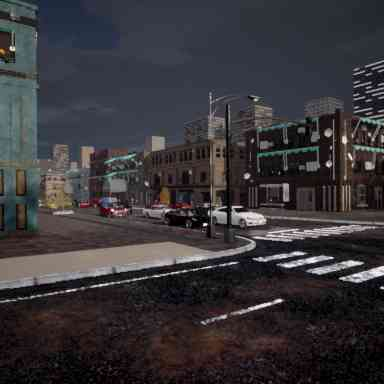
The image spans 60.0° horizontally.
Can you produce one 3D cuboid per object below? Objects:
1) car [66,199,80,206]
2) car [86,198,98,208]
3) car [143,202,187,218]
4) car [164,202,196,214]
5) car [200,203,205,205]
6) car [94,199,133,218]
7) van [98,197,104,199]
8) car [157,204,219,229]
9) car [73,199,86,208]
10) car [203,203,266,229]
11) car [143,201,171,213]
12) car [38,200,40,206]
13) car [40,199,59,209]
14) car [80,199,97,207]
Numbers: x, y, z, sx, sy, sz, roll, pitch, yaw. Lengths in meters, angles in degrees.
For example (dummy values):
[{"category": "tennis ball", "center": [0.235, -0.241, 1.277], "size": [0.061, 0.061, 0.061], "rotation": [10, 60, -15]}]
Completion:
[{"category": "car", "center": [-27.289, 2.364, 76.098], "size": [1.947, 1.339, 4.313], "rotation": [-1, 0, -36]}, {"category": "car", "center": [-17.641, 1.940, 62.587], "size": [2.192, 1.841, 5.009], "rotation": [-1, 0, -36]}, {"category": "car", "center": [-2.860, 1.915, 31.967], "size": [1.895, 1.301, 4.718], "rotation": [-1, 0, -36]}, {"category": "car", "center": [-1.545, 1.904, 40.070], "size": [1.802, 1.307, 4.206], "rotation": [-2, 0, -36]}, {"category": "car", "center": [1.673, 1.810, 35.566], "size": [2.008, 1.369, 4.403], "rotation": [-2, 0, -36]}, {"category": "car", "center": [-8.365, 1.846, 35.196], "size": [1.967, 1.590, 4.097], "rotation": [-1, 0, -36]}, {"category": "van", "center": [-14.422, 1.907, 58.083], "size": [1.690, 1.788, 3.998], "rotation": [-1, 0, -36]}, {"category": "car", "center": [-0.393, 1.815, 23.835], "size": [1.947, 1.339, 4.313], "rotation": [-2, 0, -36]}, {"category": "car", "center": [-20.578, 2.230, 62.263], "size": [1.994, 1.385, 4.181], "rotation": [-1, 0, -36]}, {"category": "car", "center": [3.098, 1.722, 23.680], "size": [1.812, 1.442, 4.674], "rotation": [-1, 0, -37]}, {"category": "car", "center": [-4.762, 1.966, 44.573], "size": [1.802, 1.307, 4.206], "rotation": [-2, 0, -36]}, {"category": "car", "center": [-30.889, 2.376, 66.721], "size": [2.008, 1.369, 4.403], "rotation": [-1, 0, -36]}, {"category": "car", "center": [-24.354, 2.233, 57.575], "size": [1.752, 1.417, 4.829], "rotation": [-1, 0, -36]}, {"category": "car", "center": [-20.854, 2.228, 67.091], "size": [1.887, 1.381, 4.507], "rotation": [-1, 0, -36]}]
